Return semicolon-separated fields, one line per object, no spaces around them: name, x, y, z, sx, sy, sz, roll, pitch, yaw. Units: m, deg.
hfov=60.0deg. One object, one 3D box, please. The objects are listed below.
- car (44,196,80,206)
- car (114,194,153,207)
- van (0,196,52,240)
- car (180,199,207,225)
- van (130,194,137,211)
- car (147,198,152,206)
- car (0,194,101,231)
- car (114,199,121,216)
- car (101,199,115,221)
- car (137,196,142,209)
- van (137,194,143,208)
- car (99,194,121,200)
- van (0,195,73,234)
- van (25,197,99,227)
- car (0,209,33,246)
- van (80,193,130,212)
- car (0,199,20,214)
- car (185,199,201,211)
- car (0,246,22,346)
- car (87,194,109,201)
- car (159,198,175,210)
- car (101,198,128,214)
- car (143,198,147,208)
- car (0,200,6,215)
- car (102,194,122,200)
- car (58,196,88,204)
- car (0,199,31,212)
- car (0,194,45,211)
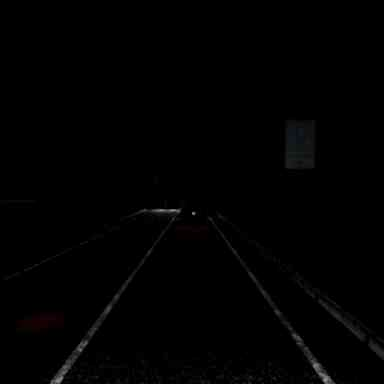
car;-21.879;1.505;56.117;5.366;1.575;1.946;0;0;0
car;-8.951;1.273;51.452;5.566;2.045;2.435;0;0;0
van;-9.050;1.314;15.002;4.442;1.987;1.878;0;0;0
car;0.103;1.498;24.984;2.033;1.649;4.856;0;1;0
van;-8.845;1.349;37.432;4.442;1.987;1.878;0;0;0
car;-8.791;1.531;48.650;5.366;1.575;1.946;0;0;0
car;-8.913;1.312;20.609;5.566;2.045;2.435;0;0;0
car;-8.949;1.624;29.020;4.674;1.452;2.002;0;0;0
car;-8.954;1.581;26.217;4.892;1.521;2.231;0;0;0
car;-8.960;1.565;40.240;5.008;1.535;2.097;0;0;0
van;-9.086;1.329;43.042;4.442;1.987;1.878;0;0;0
car;-21.921;1.390;89.422;5.366;1.575;1.946;0;0;0
van;-9.054;1.325;17.805;4.442;1.987;1.878;0;0;0
van;-9.061;1.348;23.409;4.442;1.987;1.878;0;0;0
car;-8.924;1.529;12.197;4.892;1.521;2.231;0;0;0
van;-9.075;1.354;34.630;4.442;1.987;1.878;0;0;0
car;-22.035;1.577;36.687;5.008;1.535;2.097;0;0;0
car;0.095;1.623;42.316;1.994;1.385;4.181;0;0;0
car;-3.349;1.558;2.413;2.033;1.411;5.357;0;0;0
car;-22.125;1.303;78.322;4.553;1.767;2.185;0;0;0
car;-3.332;1.580;44.713;1.812;1.442;4.674;0;0;0
car;-8.984;1.615;31.828;4.792;1.488;2.163;0;0;0
car;-8.975;1.585;45.846;4.674;1.452;2.002;0;0;0
car;-22.222;1.580;33.910;5.366;1.575;1.946;0;0;0
car;-22.140;1.415;92.199;4.792;1.488;2.163;0;0;0
car;-22.043;1.517;61.669;4.792;1.488;2.163;0;0;0
car;-22.038;1.571;39.465;4.892;1.521;2.231;0;0;0
car;-22.019;1.308;42.238;5.566;2.045;2.435;0;0;0
